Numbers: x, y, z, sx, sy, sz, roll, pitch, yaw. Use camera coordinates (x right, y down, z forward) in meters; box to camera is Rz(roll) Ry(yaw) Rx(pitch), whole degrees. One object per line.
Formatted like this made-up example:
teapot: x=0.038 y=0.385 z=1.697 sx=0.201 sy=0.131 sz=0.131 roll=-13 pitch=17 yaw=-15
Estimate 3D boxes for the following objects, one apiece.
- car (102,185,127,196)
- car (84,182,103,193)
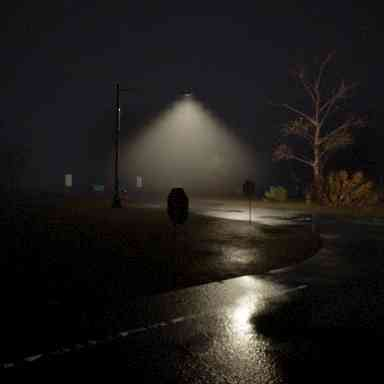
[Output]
car: x=-11.855 y=-0.119 z=51.713 sx=1.895 sy=1.301 sz=4.718 roll=0 pitch=2 yaw=-36
car: x=-17.668 y=-0.820 z=59.839 sx=2.150 sy=2.045 sz=5.566 roll=0 pitch=2 yaw=-36
